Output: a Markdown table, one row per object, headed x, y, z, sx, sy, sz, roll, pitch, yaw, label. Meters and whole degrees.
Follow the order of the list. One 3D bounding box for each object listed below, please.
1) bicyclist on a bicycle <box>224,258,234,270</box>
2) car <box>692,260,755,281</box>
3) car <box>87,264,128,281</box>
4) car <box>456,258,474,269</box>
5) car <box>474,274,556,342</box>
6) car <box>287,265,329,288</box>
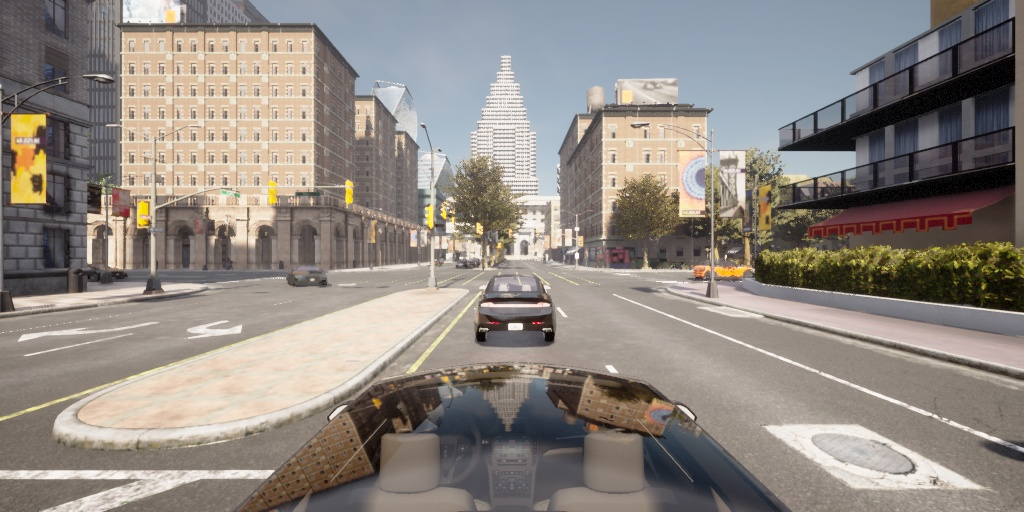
| x | y | z | sx | sy | sz | roll | pitch | yaw | label |
| --- | --- | --- | --- | --- | --- | --- | --- | --- | --- |
| -37.237 | 1.050 | 47.206 | 0.582 | 1.620 | 1.656 | 0 | 0 | 0 | bicyclist on a bicycle |
| 17.433 | 1.102 | 29.458 | 4.553 | 1.767 | 2.097 | 0 | 0 | 0 | car |
| -34.159 | 1.314 | 29.252 | 4.181 | 1.385 | 1.994 | 0 | 0 | 0 | car |
| -8.002 | 1.241 | 58.545 | 2.128 | 1.511 | 4.902 | 0 | 0 | 0 | car |
| 0.082 | 1.242 | 9.797 | 2.128 | 1.511 | 4.902 | 0 | 0 | 0 | car |
| -13.753 | 1.314 | 24.084 | 1.994 | 1.385 | 4.181 | 0 | 0 | -39 | car |
